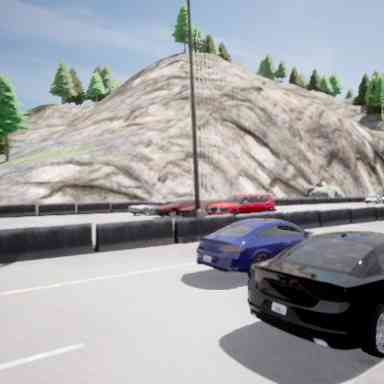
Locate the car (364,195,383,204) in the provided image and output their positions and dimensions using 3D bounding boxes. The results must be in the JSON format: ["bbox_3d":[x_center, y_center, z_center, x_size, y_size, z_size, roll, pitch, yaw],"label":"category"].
[{"bbox_3d":[30.834,1.288,56.024,4.674,1.442,1.812,0,0,-35],"label":"car"}]

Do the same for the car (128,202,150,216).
[{"bbox_3d":[-3.613,1.538,31.520,4.718,1.301,1.895,0,0,-36],"label":"car"}]

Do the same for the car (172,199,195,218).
[{"bbox_3d":[1.227,1.411,26.373,5.008,1.535,1.882,0,0,-36],"label":"car"}]

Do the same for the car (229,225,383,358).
[{"bbox_3d":[3.225,1.453,6.059,5.008,1.535,1.882,0,0,-35],"label":"car"}]

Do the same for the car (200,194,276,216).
[{"bbox_3d":[3.625,1.153,23.786,5.566,2.045,2.150,0,0,-36],"label":"car"}]

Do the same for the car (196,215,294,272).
[{"bbox_3d":[2.254,1.495,9.666,4.674,1.442,1.812,0,0,-35],"label":"car"}]

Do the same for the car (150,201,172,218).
[{"bbox_3d":[-0.836,1.411,29.201,5.008,1.535,1.882,0,0,-36],"label":"car"}]
